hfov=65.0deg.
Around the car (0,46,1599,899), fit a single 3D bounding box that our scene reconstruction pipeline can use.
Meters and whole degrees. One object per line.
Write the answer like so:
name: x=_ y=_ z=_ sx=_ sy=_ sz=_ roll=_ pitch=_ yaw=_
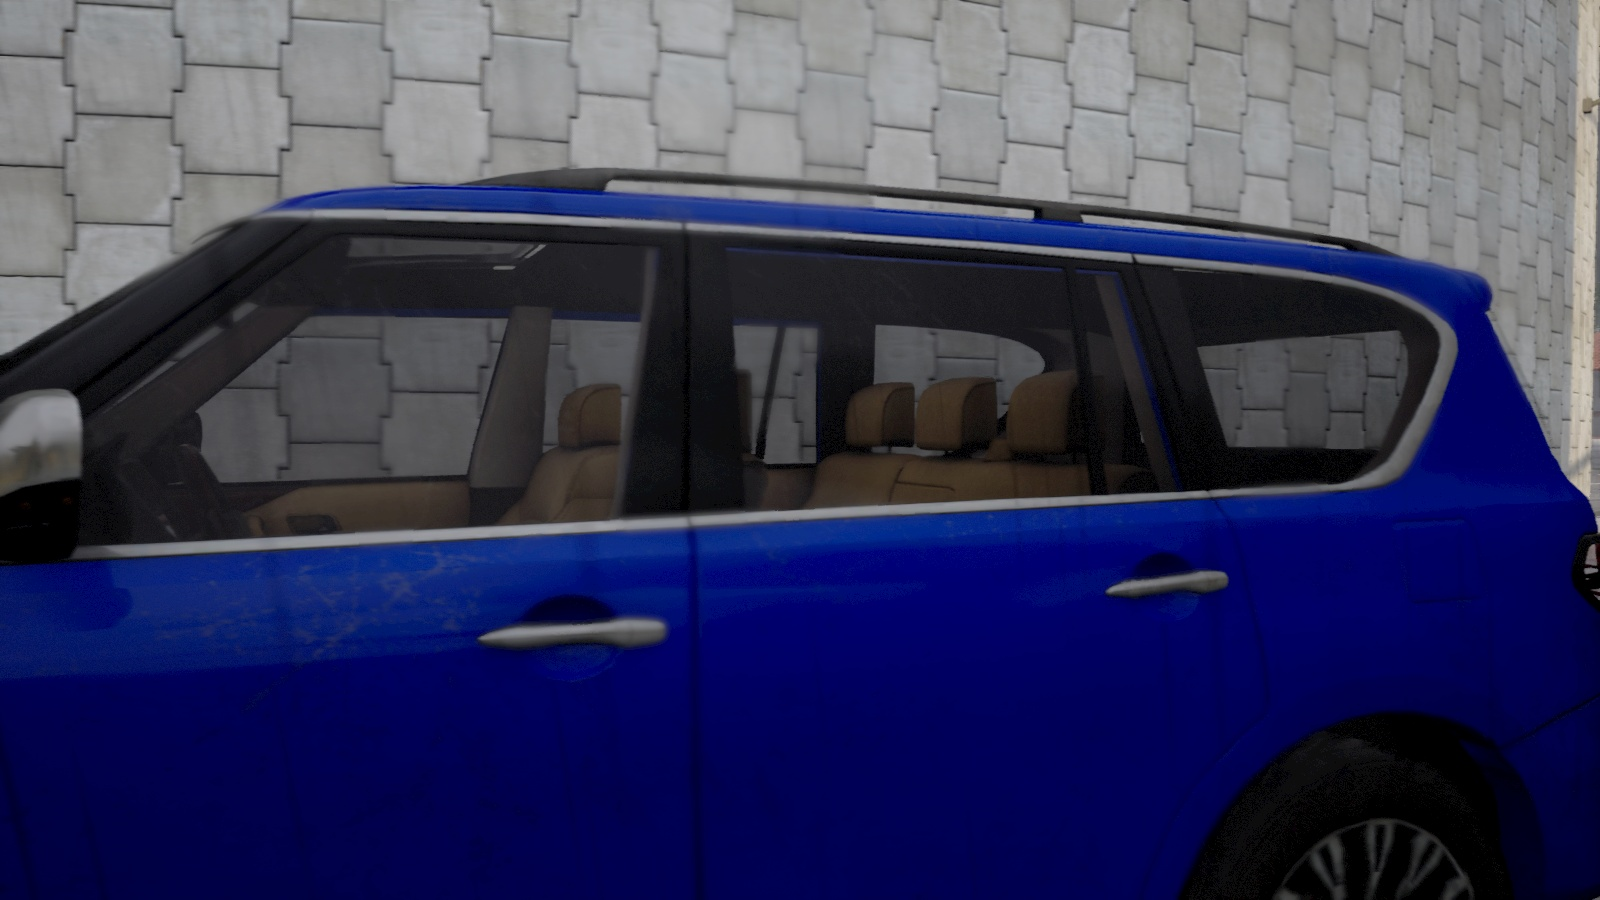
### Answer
car: x=-0.617 y=0.479 z=2.949 sx=5.566 sy=2.045 sz=2.150 roll=-1 pitch=1 yaw=-22
